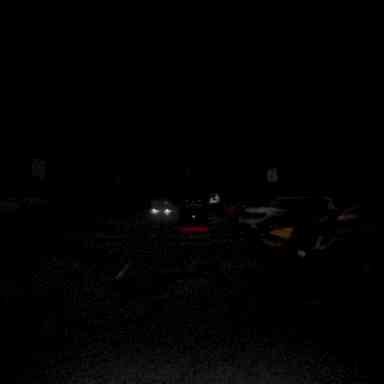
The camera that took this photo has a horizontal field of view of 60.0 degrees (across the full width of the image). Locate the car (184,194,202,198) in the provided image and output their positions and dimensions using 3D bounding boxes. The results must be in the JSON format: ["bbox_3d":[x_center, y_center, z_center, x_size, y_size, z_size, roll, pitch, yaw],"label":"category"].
[{"bbox_3d":[0.121,1.266,43.049,2.150,2.045,5.566,0,0,0],"label":"car"}]

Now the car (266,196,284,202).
[{"bbox_3d":[20.973,1.665,84.346,2.163,1.488,4.792,0,-1,-21],"label":"car"}]

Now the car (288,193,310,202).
[{"bbox_3d":[27.056,1.386,84.466,2.435,2.045,5.566,1,-1,-22],"label":"car"}]

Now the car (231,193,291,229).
[{"bbox_3d":[5.336,1.234,18.220,5.566,2.045,2.435,1,0,-20],"label":"car"}]

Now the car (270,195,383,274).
[{"bbox_3d":[5.323,1.230,9.203,5.566,2.045,2.435,1,0,-20],"label":"car"}]

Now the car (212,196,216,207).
[{"bbox_3d":[5.404,1.568,42.257,4.674,1.452,2.002,1,0,-20],"label":"car"}]

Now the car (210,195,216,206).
[{"bbox_3d":[5.222,1.529,45.199,5.366,1.575,1.946,1,0,-20],"label":"car"}]

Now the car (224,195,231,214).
[{"bbox_3d":[5.352,1.371,27.235,4.553,1.767,2.185,1,0,-20],"label":"car"}]

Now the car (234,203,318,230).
[{"bbox_3d":[5.342,1.518,21.220,4.792,1.488,2.163,1,0,-20],"label":"car"}]

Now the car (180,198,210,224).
[{"bbox_3d":[0.120,1.485,24.692,1.882,1.535,5.008,0,0,0],"label":"car"}]

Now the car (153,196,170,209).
[{"bbox_3d":[-4.103,1.400,45.246,2.097,1.767,4.553,0,0,0],"label":"car"}]

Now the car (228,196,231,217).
[{"bbox_3d":[5.344,1.366,24.234,4.553,1.767,2.185,1,0,-20],"label":"car"}]

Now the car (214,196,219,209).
[{"bbox_3d":[5.390,1.515,36.255,5.008,1.535,2.097,1,0,-20],"label":"car"}]

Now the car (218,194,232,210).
[{"bbox_3d":[5.428,1.384,33.252,4.553,1.767,2.185,1,0,-20],"label":"car"}]

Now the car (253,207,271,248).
[{"bbox_3d":[5.168,1.477,12.161,5.366,1.575,1.946,1,0,-20],"label":"car"}]

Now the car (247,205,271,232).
[{"bbox_3d":[5.322,1.513,15.218,4.792,1.488,2.163,1,0,-20],"label":"car"}]

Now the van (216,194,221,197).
[{"bbox_3d":[5.511,1.297,39.301,4.442,1.987,1.878,1,0,-20],"label":"van"}]

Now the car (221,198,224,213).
[{"bbox_3d":[5.390,1.543,30.243,4.674,1.452,2.002,1,0,-20],"label":"car"}]

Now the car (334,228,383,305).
[{"bbox_3d":[5.322,1.522,6.225,4.674,1.452,2.002,1,0,-20],"label":"car"}]

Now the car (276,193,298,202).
[{"bbox_3d":[23.996,1.386,84.429,2.435,2.045,5.566,0,-1,-21],"label":"car"}]

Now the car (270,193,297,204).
[{"bbox_3d":[18.376,1.341,67.286,2.435,2.045,5.566,0,1,-21],"label":"car"}]
